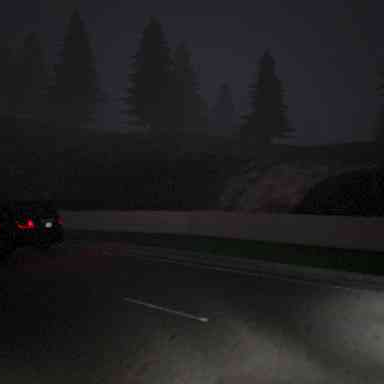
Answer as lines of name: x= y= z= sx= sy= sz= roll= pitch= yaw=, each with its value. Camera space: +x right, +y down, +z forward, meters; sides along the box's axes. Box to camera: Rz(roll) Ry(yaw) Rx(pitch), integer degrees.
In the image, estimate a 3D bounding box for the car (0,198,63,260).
car: x=-7.572 y=1.250 z=12.467 sx=5.566 sy=2.045 sz=2.150 roll=0 pitch=-1 yaw=18
